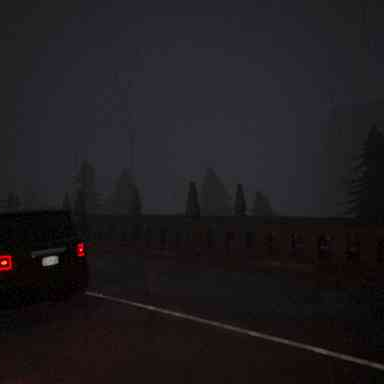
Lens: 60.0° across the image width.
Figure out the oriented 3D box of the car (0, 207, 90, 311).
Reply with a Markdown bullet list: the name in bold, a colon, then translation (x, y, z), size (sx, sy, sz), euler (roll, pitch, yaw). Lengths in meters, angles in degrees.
- **car**: translation (-4.622, 1.368, 7.293), size (5.566, 2.045, 2.150), euler (-2, -1, 35)
